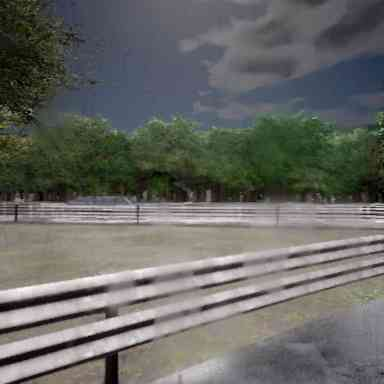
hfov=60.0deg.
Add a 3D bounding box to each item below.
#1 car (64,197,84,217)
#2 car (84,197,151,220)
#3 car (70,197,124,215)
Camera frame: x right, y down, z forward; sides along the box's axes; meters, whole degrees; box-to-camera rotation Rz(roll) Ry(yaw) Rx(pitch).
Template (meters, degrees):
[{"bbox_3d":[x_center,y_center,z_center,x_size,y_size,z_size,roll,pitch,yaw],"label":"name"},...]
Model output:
[{"bbox_3d":[-11.031,1.673,34.937,4.553,1.767,2.097,0,-1,10],"label":"car"},{"bbox_3d":[-6.565,1.439,30.631,5.566,2.045,2.150,0,-1,10],"label":"car"},{"bbox_3d":[-10.962,1.617,38.486,5.566,2.045,2.150,0,-1,10],"label":"car"}]
